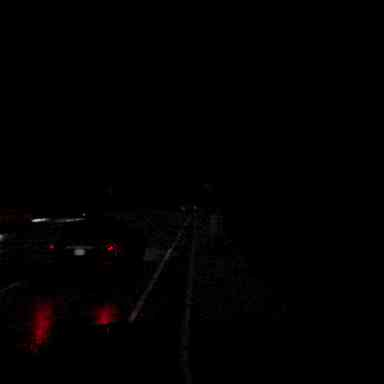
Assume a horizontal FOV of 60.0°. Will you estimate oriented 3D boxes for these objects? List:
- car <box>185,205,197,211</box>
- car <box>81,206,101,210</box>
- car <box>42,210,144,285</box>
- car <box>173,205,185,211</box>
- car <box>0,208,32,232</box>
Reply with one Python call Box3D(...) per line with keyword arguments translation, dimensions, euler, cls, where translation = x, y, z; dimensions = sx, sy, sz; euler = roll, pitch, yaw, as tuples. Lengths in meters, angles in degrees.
Box3D(translation=(-0.415, 4.282, 89.316), dimensions=(1.882, 1.535, 5.008), euler=(1, -2, 5), cls="car")
Box3D(translation=(-12.881, 2.527, 42.285), dimensions=(2.128, 1.511, 4.902), euler=(1, -2, 2), cls="car")
Box3D(translation=(-2.837, 1.630, 10.599), dimensions=(2.097, 1.767, 4.553), euler=(1, -2, 1), cls="car")
Box3D(translation=(-3.939, 4.238, 89.136), dimensions=(2.128, 1.511, 4.902), euler=(1, -2, 5), cls="car")
Box3D(translation=(-13.236, 1.915, 23.497), dimensions=(1.882, 1.535, 5.008), euler=(1, -2, 1), cls="car")
